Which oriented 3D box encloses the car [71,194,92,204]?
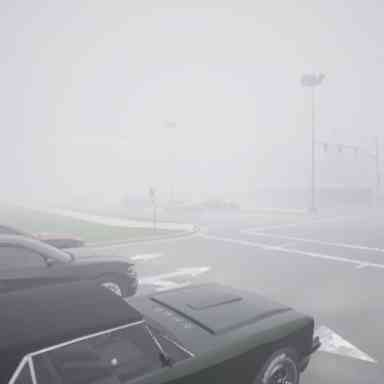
[{"bbox_3d":[-19.747,1.225,58.303,1.882,1.535,5.008,-1,0,-35],"label":"car"}]

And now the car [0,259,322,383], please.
[{"bbox_3d":[-0.885,1.587,3.129,4.718,1.301,1.895,-1,1,-35],"label":"car"}]

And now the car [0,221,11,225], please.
[{"bbox_3d":[-5.286,1.469,8.595,5.008,1.535,1.882,-1,1,-35],"label":"car"}]

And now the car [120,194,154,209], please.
[{"bbox_3d":[-7.016,1.100,40.645,2.097,1.767,4.553,-1,0,-36],"label":"car"}]

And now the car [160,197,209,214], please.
[{"bbox_3d":[-0.856,1.345,32.225,1.895,1.301,4.718,-1,1,-36],"label":"car"}]

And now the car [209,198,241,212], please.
[{"bbox_3d":[2.686,1.295,33.310,1.895,1.301,4.718,-1,1,-36],"label":"car"}]

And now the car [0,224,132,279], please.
[{"bbox_3d":[-3.345,1.471,5.678,5.008,1.535,1.882,-1,1,-35],"label":"car"}]

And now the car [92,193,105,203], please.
[{"bbox_3d":[-17.830,1.048,61.647,2.097,1.767,4.553,-1,1,-35],"label":"car"}]

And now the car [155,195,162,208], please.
[{"bbox_3d":[-4.732,1.197,43.456,1.837,1.490,4.892,-1,2,-36],"label":"car"}]
